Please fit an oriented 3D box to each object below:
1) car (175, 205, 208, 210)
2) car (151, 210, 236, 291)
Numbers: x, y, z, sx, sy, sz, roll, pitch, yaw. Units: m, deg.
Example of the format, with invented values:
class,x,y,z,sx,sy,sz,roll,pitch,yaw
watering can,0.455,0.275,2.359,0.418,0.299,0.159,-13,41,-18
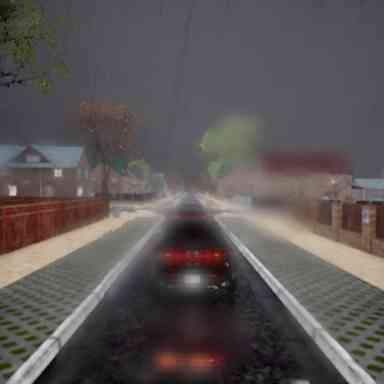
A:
class,x,y,z,sx,sy,sz,roll,pitch,yaw
car,-0.030,1.437,19.207,1.994,1.385,4.181,0,0,0
car,0.037,1.443,8.820,1.837,1.490,4.892,0,0,0
